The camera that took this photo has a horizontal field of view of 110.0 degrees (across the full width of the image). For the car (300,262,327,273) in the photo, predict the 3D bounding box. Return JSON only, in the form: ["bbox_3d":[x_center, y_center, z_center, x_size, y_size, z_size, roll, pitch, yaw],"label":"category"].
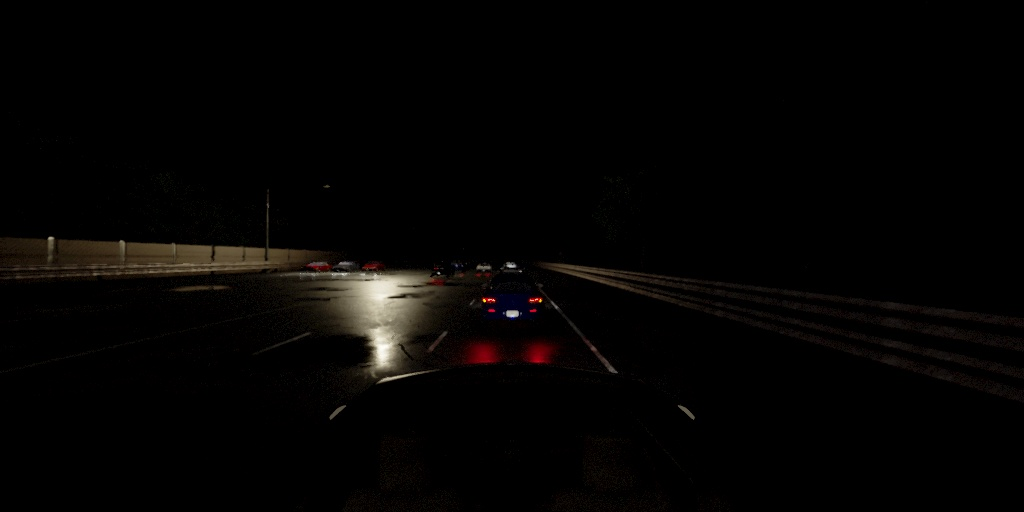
[{"bbox_3d":[-24.771,1.437,45.462,1.895,1.301,4.718,0,0,-1],"label":"car"}]

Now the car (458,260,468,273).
[{"bbox_3d":[-7.211,1.320,48.429,2.097,1.767,4.553,0,-1,-1],"label":"car"}]

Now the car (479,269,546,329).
[{"bbox_3d":[0.013,1.293,11.244,1.812,1.442,4.674,0,0,0],"label":"car"}]

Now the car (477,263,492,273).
[{"bbox_3d":[-3.709,1.594,48.683,1.895,1.301,4.718,0,0,-1],"label":"car"}]

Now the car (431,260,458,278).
[{"bbox_3d":[-7.021,1.385,36.665,1.837,1.490,4.892,0,0,-1],"label":"car"}]

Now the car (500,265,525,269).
[{"bbox_3d":[0.000,1.419,21.414,1.895,1.301,4.718,0,0,0],"label":"car"}]

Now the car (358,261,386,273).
[{"bbox_3d":[-17.792,1.413,46.431,1.812,1.442,4.674,0,0,-1],"label":"car"}]

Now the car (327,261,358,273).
[{"bbox_3d":[-21.293,1.412,46.334,2.033,1.411,5.357,0,0,-1],"label":"car"}]

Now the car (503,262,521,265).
[{"bbox_3d":[0.054,1.367,29.763,2.128,1.511,4.902,0,0,0],"label":"car"}]
